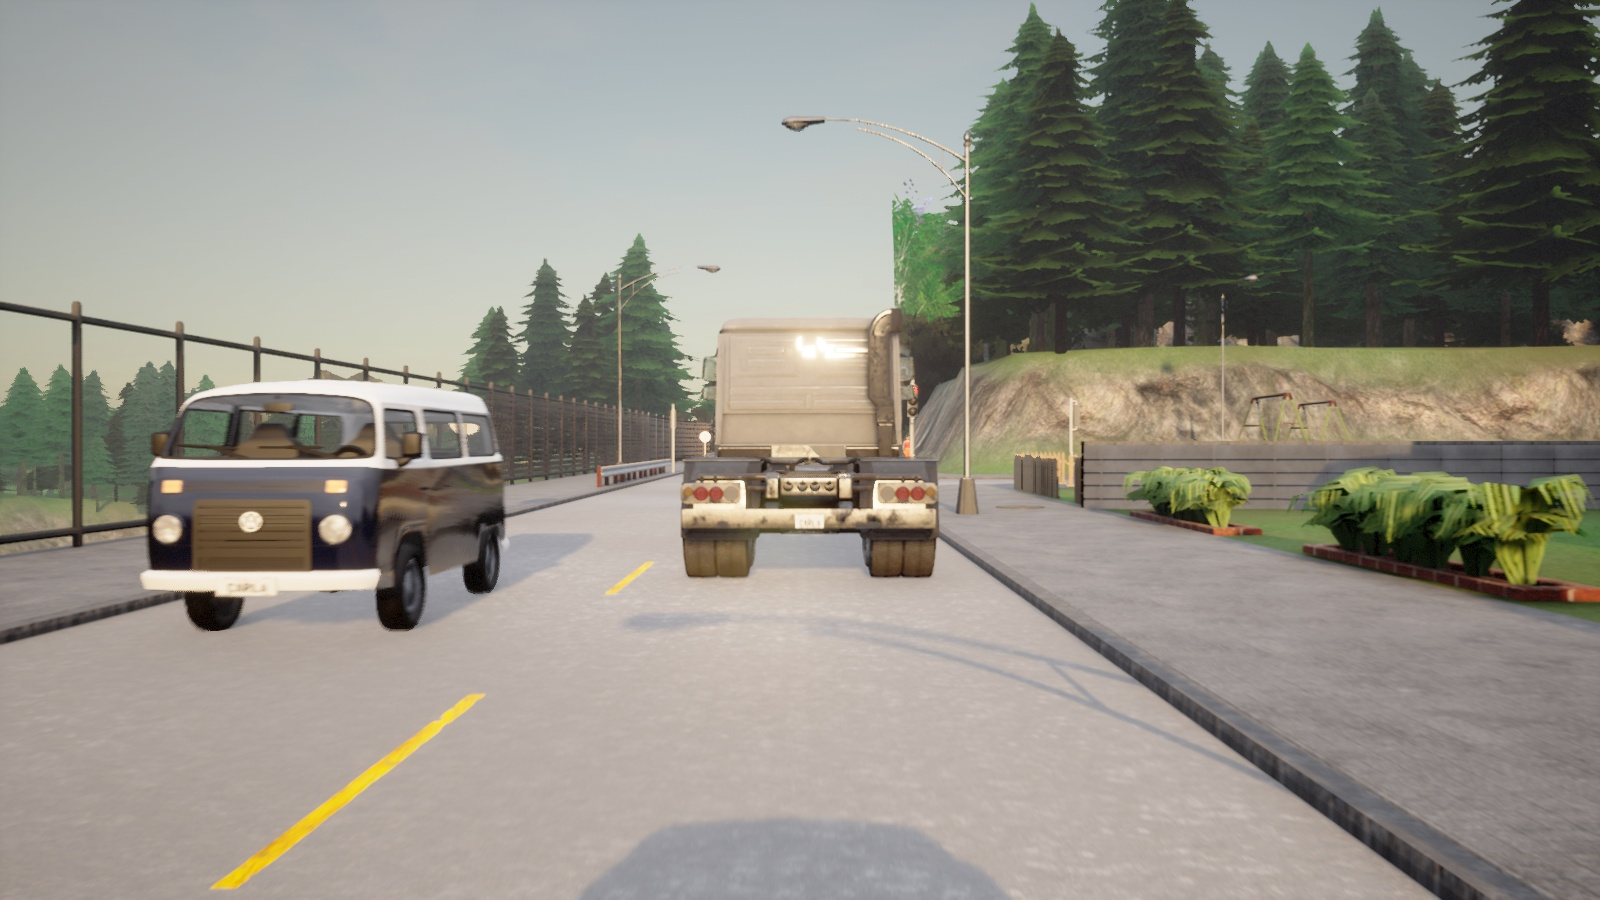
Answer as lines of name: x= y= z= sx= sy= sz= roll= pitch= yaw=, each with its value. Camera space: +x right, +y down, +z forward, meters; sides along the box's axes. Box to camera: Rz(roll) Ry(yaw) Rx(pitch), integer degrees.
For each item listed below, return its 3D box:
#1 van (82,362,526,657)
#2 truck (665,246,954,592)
van: x=-3.919 y=0.407 z=10.917 sx=2.069 sy=2.038 sz=4.480 roll=0 pitch=0 yaw=0
truck: x=0.115 y=-0.328 z=16.534 sx=2.891 sy=3.462 sz=7.936 roll=0 pitch=0 yaw=0
